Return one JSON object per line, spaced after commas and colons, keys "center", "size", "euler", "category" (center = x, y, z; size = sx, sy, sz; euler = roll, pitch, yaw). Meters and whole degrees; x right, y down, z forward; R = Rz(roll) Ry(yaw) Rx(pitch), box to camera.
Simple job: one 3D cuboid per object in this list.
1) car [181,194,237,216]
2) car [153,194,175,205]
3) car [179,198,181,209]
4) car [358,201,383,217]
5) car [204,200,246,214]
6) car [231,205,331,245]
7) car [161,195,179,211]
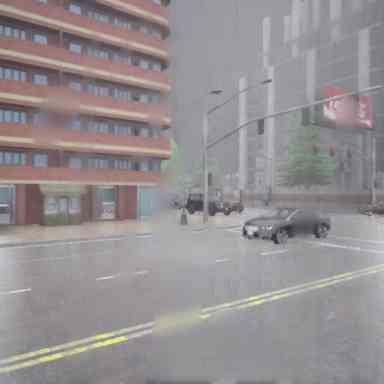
{"center": [1.579, 1.215, 32.791], "size": [2.150, 2.045, 5.566], "euler": [0, 0, -35], "category": "car"}
{"center": [-5.174, 1.342, 61.095], "size": [2.097, 1.767, 4.553], "euler": [0, 0, -35], "category": "car"}
{"center": [-1.859, 1.484, 43.809], "size": [2.128, 1.511, 4.902], "euler": [0, 0, -35], "category": "car"}
{"center": [17.711, 1.515, 30.205], "size": [4.674, 1.442, 1.812], "euler": [0, 1, 22], "category": "car"}
{"center": [3.502, 1.593, 36.150], "size": [1.895, 1.301, 4.718], "euler": [0, 0, -35], "category": "car"}
{"center": [4.512, 1.487, 15.613], "size": [4.902, 1.511, 2.128], "euler": [0, 0, -34], "category": "car"}
{"center": [-3.954, 1.345, 40.696], "size": [2.097, 1.767, 4.553], "euler": [0, 0, -35], "category": "car"}
